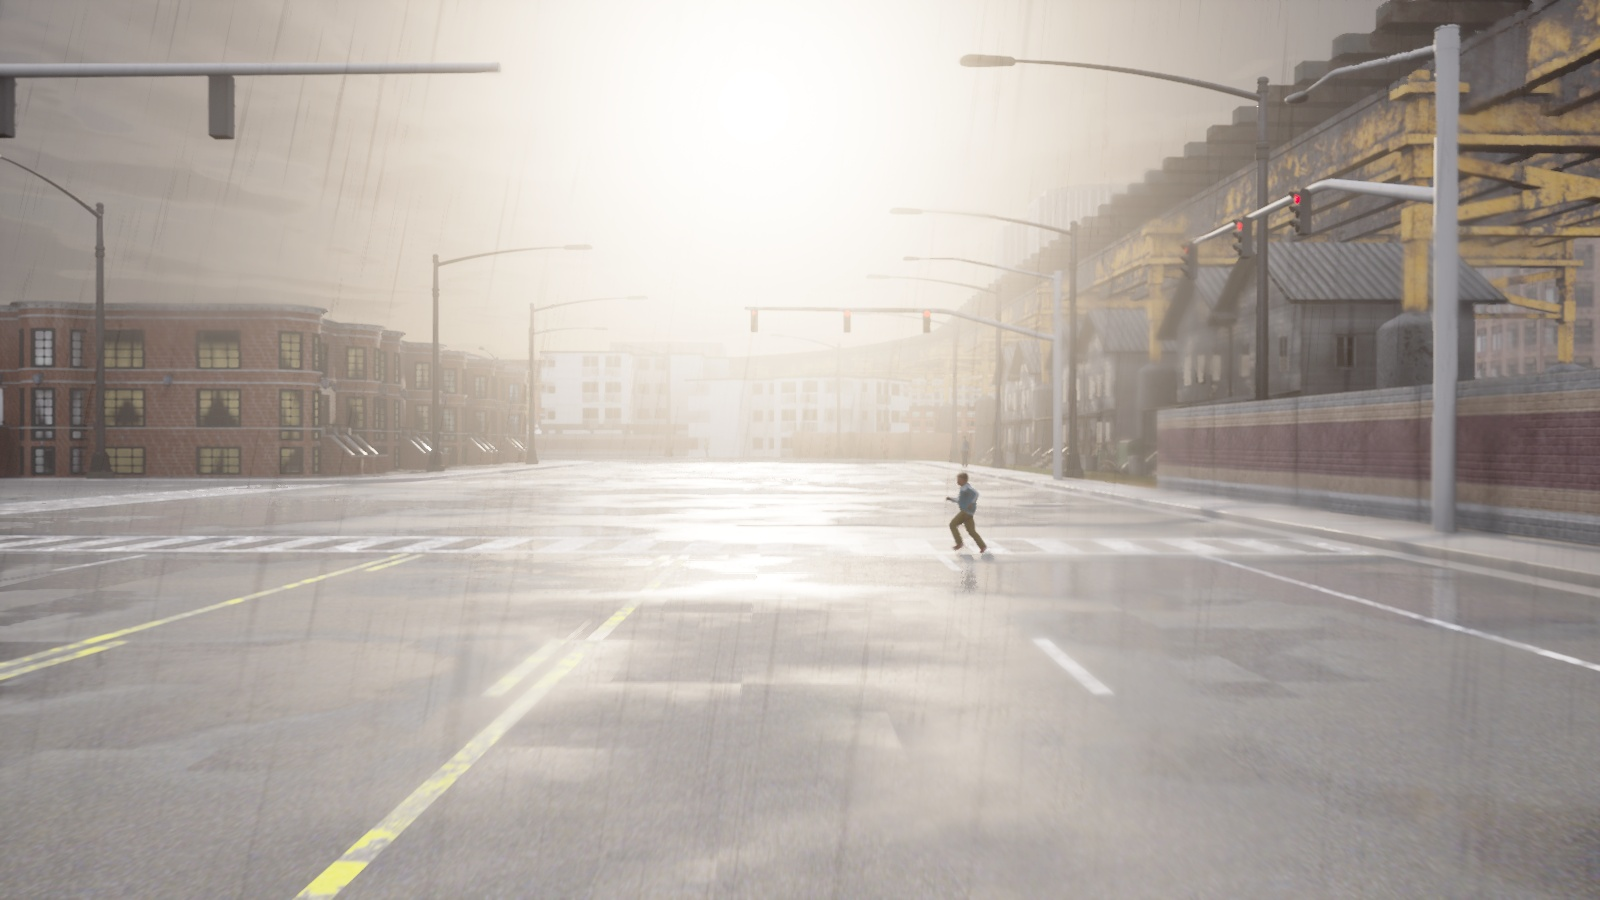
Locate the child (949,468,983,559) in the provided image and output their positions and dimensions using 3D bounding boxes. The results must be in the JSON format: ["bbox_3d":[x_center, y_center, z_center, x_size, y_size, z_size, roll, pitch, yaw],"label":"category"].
[{"bbox_3d":[2.234,0.850,16.897,0.448,1.192,0.343,0,0,9],"label":"child"}]

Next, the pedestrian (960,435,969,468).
[{"bbox_3d":[9.571,0.098,72.860,0.396,1.930,0.692,0,0,-2],"label":"pedestrian"}]
